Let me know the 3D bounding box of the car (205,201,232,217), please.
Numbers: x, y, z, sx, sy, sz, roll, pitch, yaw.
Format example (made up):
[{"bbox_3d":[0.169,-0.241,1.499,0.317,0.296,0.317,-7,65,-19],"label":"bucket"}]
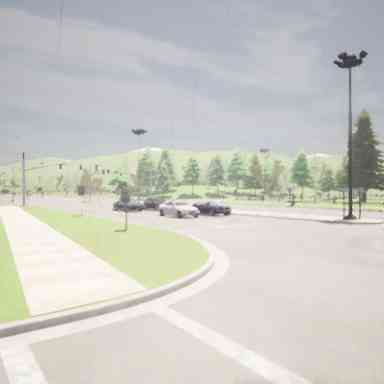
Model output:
[{"bbox_3d":[1.596,1.523,31.011,1.895,1.301,4.718,0,0,-35],"label":"car"}]

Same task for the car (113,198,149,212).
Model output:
[{"bbox_3d":[-7.278,1.485,37.681,2.033,1.411,5.357,0,0,-34],"label":"car"}]

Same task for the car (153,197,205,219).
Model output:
[{"bbox_3d":[-1.219,1.463,28.953,1.812,1.442,4.674,0,0,-35],"label":"car"}]

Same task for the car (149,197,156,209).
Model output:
[{"bbox_3d":[-4.050,1.426,39.163,1.837,1.490,4.892,0,1,-35],"label":"car"}]
